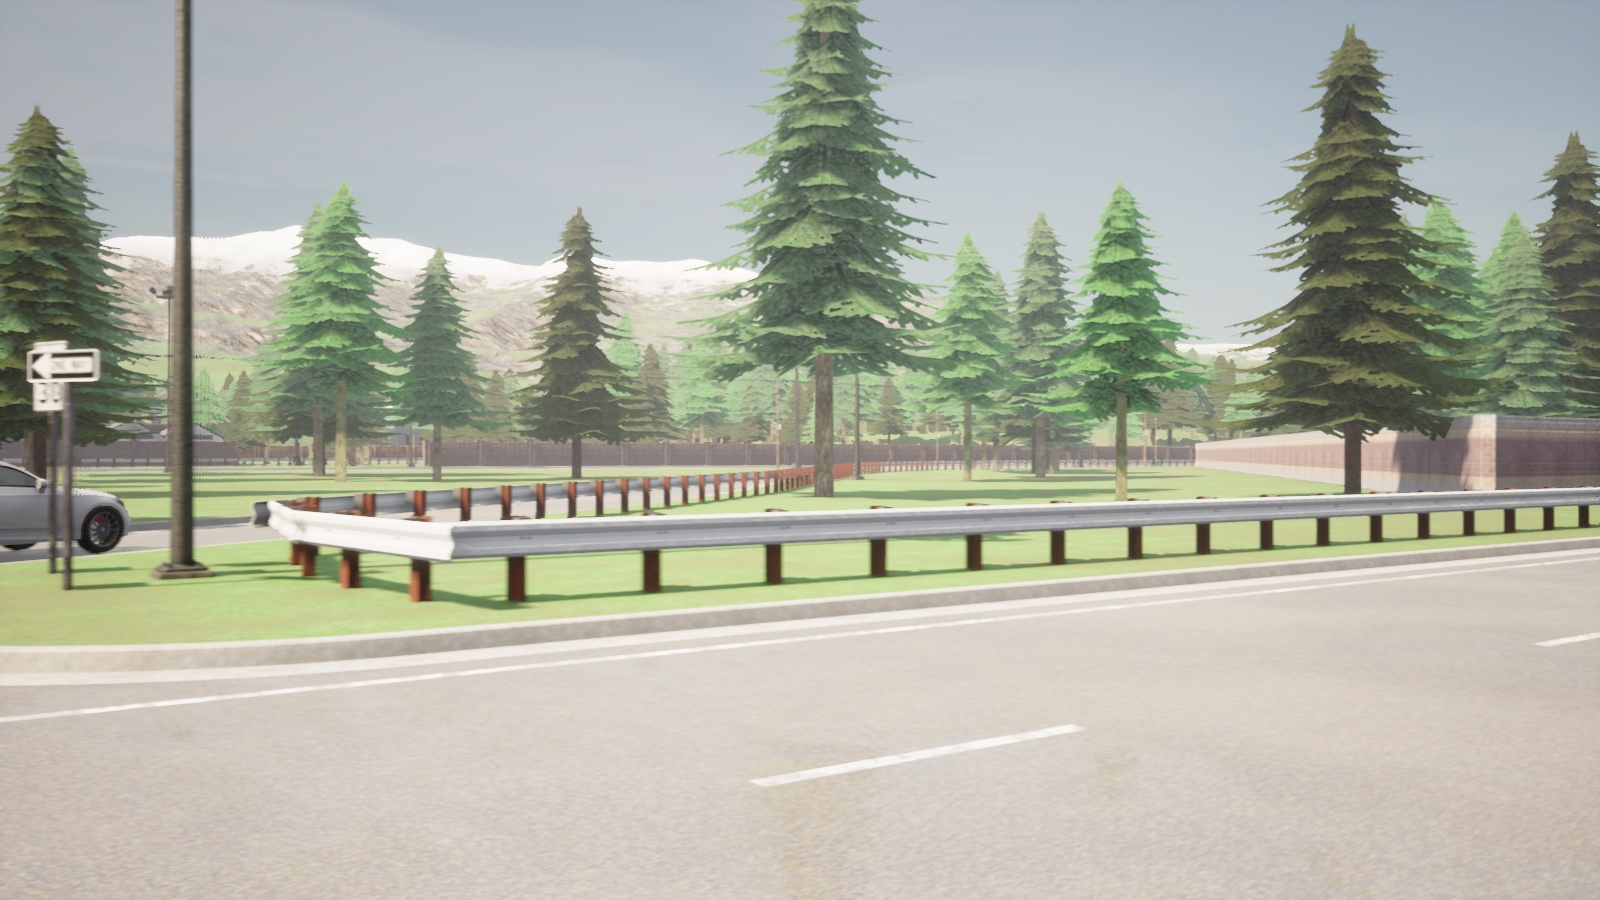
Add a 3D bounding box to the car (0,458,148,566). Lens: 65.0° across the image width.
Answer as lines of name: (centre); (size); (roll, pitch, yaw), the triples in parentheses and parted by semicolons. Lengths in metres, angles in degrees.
car: (-11.552, 0.837, 17.196); (1.812, 1.442, 4.674); (0, 0, 20)
